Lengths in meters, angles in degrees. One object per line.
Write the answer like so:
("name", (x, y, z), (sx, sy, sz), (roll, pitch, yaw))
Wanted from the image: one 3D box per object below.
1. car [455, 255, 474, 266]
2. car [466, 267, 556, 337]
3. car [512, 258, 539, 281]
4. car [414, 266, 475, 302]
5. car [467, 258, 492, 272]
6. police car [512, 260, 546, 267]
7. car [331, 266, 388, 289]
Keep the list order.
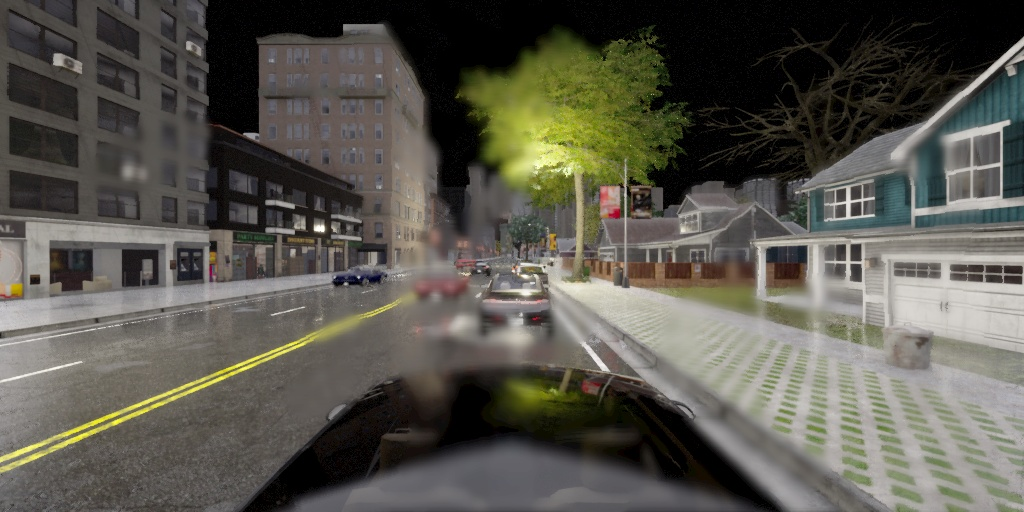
("car", (-6.457, 0.931, 51.280), (2.150, 2.045, 5.566), (0, 0, 0))
("car", (0.122, 1.238, 10.260), (2.128, 1.511, 4.902), (0, 0, 0))
("car", (1.054, 1.080, 30.370), (2.097, 1.767, 4.553), (0, 0, 0))
("car", (-3.108, 1.343, 17.006), (1.895, 1.301, 4.718), (0, 0, 0))
("car", (-3.048, 1.249, 36.017), (1.812, 1.442, 4.674), (0, 0, 0))
("police car", (1.027, 1.164, 20.510), (1.930, 1.638, 5.238), (0, 0, 0))
("car", (-9.789, 1.337, 23.377), (1.895, 1.301, 4.718), (0, 0, 0))
